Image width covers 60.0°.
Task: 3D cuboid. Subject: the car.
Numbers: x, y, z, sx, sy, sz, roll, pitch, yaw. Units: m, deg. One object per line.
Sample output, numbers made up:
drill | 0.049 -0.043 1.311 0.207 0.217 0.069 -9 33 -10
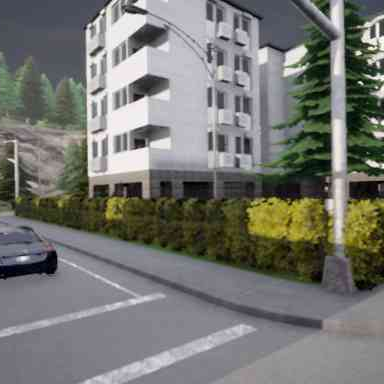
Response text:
car | -5.660 1.750 10.324 1.994 1.385 4.181 -1 0 -38
